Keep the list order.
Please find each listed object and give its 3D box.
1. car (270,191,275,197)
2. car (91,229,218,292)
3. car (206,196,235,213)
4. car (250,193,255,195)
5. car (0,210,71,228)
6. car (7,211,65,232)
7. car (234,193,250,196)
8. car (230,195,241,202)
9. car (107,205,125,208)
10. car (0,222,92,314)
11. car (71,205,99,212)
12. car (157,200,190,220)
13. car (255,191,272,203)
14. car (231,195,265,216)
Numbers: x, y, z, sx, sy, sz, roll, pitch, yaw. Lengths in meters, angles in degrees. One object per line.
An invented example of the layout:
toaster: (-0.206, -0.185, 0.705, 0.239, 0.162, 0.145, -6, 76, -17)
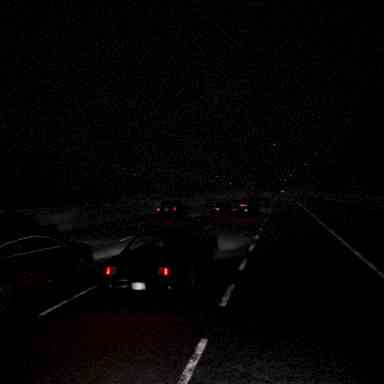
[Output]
car: (16.505, 1.078, 72.576, 1.812, 1.442, 4.674, -3, -1, 15)
car: (-0.558, 1.673, 9.169, 1.895, 1.301, 4.718, -3, 0, 15)
car: (3.302, 1.497, 36.993, 1.837, 1.490, 4.892, -3, 0, 15)
car: (13.131, 1.289, 73.484, 2.033, 1.411, 5.357, -3, -1, 15)
car: (-7.086, 1.675, 11.893, 2.150, 2.045, 5.566, -3, 0, 15)
car: (-13.392, 2.489, 28.941, 1.895, 1.301, 4.718, -3, 0, 16)
car: (7.748, 1.338, 53.506, 1.882, 1.535, 5.008, -3, 0, 15)
car: (9.757, 1.468, 74.396, 1.812, 1.442, 4.674, -3, -1, 15)
car: (-9.378, 1.954, 43.722, 1.895, 1.301, 4.718, -3, 0, 15)
car: (-4.409, 1.778, 8.332, 2.128, 1.511, 4.902, -3, 0, 15)
car: (-13.469, 2.456, 42.003, 2.128, 1.511, 4.902, -3, -1, 16)
car: (-1.730, 1.595, 31.766, 2.097, 1.767, 4.553, -3, 0, 15)
car: (12.057, 1.120, 56.071, 1.882, 1.535, 5.008, -3, -1, 15)
car: (5.275, 1.336, 30.874, 2.128, 1.511, 4.902, -3, 0, 15)
